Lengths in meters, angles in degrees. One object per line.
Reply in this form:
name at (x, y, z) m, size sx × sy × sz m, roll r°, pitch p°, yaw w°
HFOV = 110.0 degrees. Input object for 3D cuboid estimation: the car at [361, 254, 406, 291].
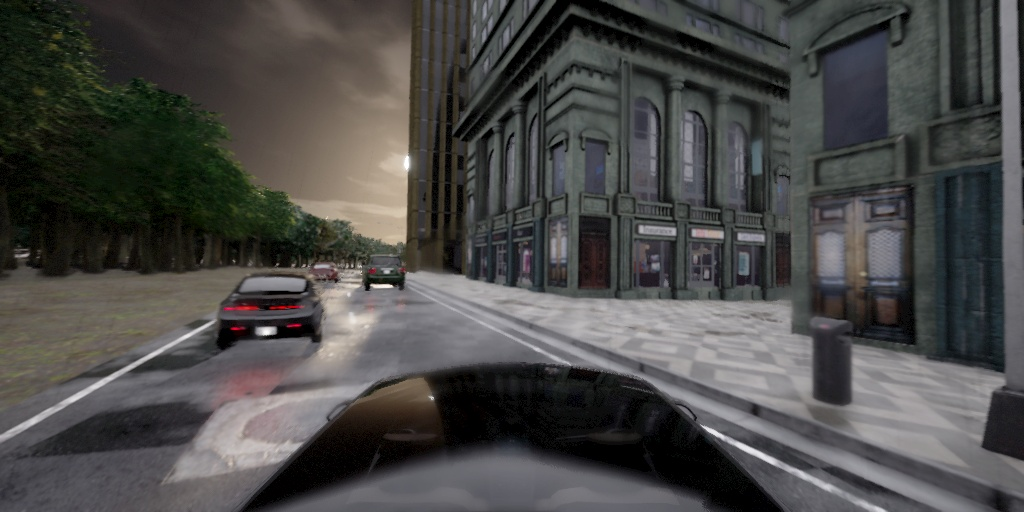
car at (-7.806, 0.932, 21.712) m, size 2.150 × 2.045 × 5.566 m, roll 2°, pitch 0°, yaw -24°

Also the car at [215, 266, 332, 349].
car at (-5.619, 1.137, 8.858) m, size 1.837 × 1.490 × 4.892 m, roll 2°, pitch 0°, yaw -26°

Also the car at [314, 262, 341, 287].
car at (-13.250, 1.167, 25.434) m, size 1.812 × 1.442 × 4.674 m, roll 2°, pitch -1°, yaw -24°
